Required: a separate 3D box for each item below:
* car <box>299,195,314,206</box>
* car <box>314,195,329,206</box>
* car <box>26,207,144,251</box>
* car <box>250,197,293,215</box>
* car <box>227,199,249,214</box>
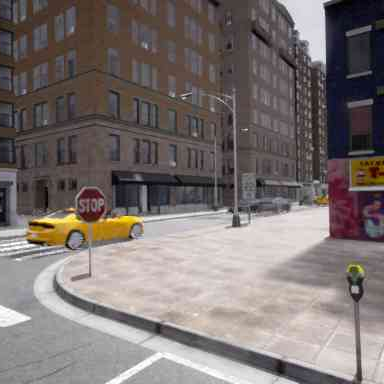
[{"bbox_3d":[16.876,1.204,47.852,1.837,1.490,4.892,-1,-1,36],"label":"car"},{"bbox_3d":[18.633,1.083,45.421,1.882,1.535,5.008,-1,-1,36],"label":"car"},{"bbox_3d":[-4.134,1.360,13.726,1.882,1.535,5.008,-1,0,36],"label":"car"},{"bbox_3d":[7.488,1.213,29.910,2.128,1.511,4.902,-1,0,36],"label":"car"},{"bbox_3d":[5.418,1.322,32.078,2.033,1.411,5.357,-1,0,36],"label":"car"}]
